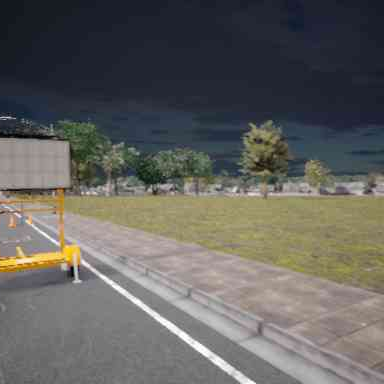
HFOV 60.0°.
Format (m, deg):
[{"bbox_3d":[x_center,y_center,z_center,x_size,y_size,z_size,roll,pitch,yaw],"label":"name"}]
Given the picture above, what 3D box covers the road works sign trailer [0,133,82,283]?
[{"bbox_3d":[-4.308,0.357,8.409,2.380,3.560,2.880,-2,1,-32],"label":"road works sign trailer"}]
